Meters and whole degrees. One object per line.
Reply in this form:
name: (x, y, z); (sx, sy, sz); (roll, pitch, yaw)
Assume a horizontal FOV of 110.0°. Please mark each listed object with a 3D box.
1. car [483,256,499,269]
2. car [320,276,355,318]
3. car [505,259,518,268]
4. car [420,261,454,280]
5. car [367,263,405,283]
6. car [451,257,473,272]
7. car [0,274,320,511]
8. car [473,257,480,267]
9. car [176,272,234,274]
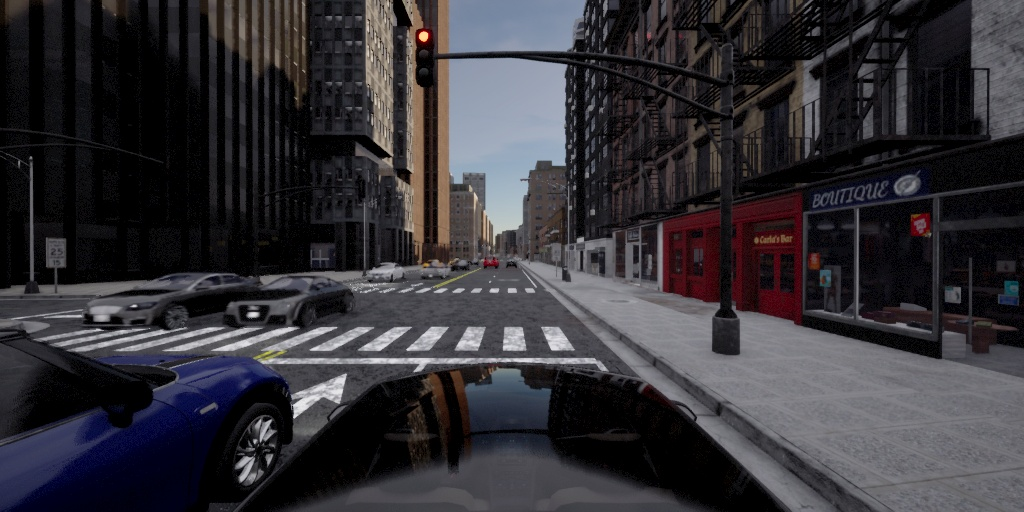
car: (-3.420, 0.988, 58.051); (2.150, 2.045, 5.566); (0, 0, 0)
car: (-6.625, 1.314, 11.173); (1.994, 1.385, 4.181); (0, 0, 0)
car: (-0.083, 1.272, 61.835); (1.837, 1.490, 4.892); (0, 0, 0)
car: (-6.687, 1.358, 31.691); (1.895, 1.301, 4.718); (0, 0, 0)
car: (-9.924, 1.282, 28.657); (1.812, 1.442, 4.674); (0, 0, 0)
car: (-6.730, 1.241, 47.583); (1.882, 1.535, 5.008); (0, 0, 0)
car: (-3.145, 1.102, 1.592); (2.097, 1.767, 4.553); (0, 0, 0)
car: (-6.686, 0.963, 63.013); (1.882, 1.535, 5.008); (0, 0, 0)
car: (-9.888, 1.254, 11.082); (2.128, 1.511, 4.902); (-1, 0, 0)
